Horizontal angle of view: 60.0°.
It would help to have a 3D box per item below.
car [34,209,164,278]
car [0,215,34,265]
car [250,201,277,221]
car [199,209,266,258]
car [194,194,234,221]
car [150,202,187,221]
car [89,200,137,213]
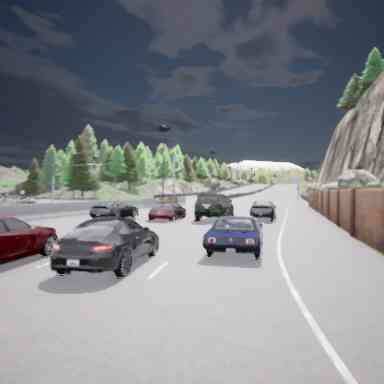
[{"bbox_3d":[-2.378,1.473,9.966,1.812,1.442,4.674,0,0,9],"label":"car"},{"bbox_3d":[-5.913,1.401,9.739,1.882,1.535,5.008,0,0,9],"label":"car"},{"bbox_3d":[5.705,1.431,26.582,2.128,1.511,4.902,1,0,17],"label":"car"},{"bbox_3d":[1.735,1.566,12.684,1.895,1.301,4.718,0,0,13],"label":"car"},{"bbox_3d":[1.774,1.140,25.691,2.150,2.045,5.566,0,0,17],"label":"car"},{"bbox_3d":[-1.813,1.457,25.838,1.994,1.385,4.181,0,0,16],"label":"car"},{"bbox_3d":[-5.730,1.360,24.935,2.128,1.511,4.902,0,0,16],"label":"car"}]
